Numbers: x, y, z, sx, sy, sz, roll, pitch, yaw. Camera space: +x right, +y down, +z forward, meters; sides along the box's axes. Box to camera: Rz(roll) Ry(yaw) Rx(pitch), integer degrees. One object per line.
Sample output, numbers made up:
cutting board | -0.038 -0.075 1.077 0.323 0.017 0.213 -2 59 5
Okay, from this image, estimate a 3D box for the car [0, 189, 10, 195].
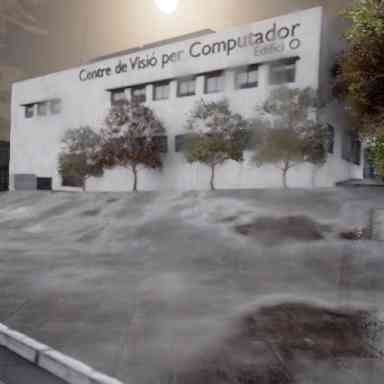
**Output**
car | -30.753 0.121 57.480 2.128 1.511 4.902 4 0 36
